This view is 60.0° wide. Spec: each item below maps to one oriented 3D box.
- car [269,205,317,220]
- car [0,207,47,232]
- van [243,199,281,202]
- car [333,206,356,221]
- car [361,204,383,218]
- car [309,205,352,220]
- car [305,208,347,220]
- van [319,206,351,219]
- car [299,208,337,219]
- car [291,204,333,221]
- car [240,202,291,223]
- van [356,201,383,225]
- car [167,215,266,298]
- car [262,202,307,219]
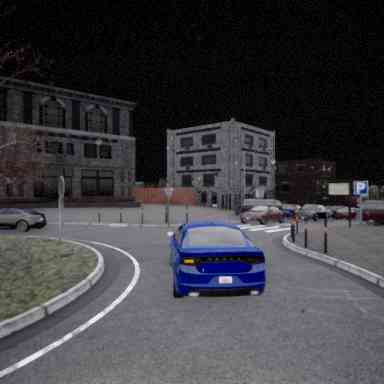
[{"bbox_3d":[12.450,2.495,41.214,5.366,1.575,1.946,0,-4,40],"label":"car"},{"bbox_3d":[-10.801,1.563,19.530,4.181,1.385,1.994,0,0,3],"label":"car"},{"bbox_3d":[7.065,1.761,34.695,4.442,1.987,1.878,0,-3,40],"label":"van"},{"bbox_3d":[19.167,2.800,41.786,1.882,1.535,5.008,0,-4,40],"label":"car"},{"bbox_3d":[28.971,3.127,53.322,2.150,2.045,5.566,0,-4,40],"label":"car"},{"bbox_3d":[21.456,3.128,51.695,5.566,2.045,2.435,0,-4,40],"label":"car"},{"bbox_3d":[19.899,3.206,49.508,5.366,1.575,1.946,0,-4,40],"label":"car"},{"bbox_3d":[23.179,3.331,53.883,4.442,1.987,1.878,0,-4,40],"label":"van"},{"bbox_3d":[17.885,3.063,47.395,4.674,1.452,2.002,0,-4,40],"label":"car"},{"bbox_3d":[11.957,1.972,33.211,2.097,1.767,4.553,0,-3,40],"label":"car"},{"bbox_3d":[5.548,1.708,25.640,1.812,1.442,4.674,0,-2,41],"label":"car"},{"bbox_3d":[15.063,1.639,24.683,4.442,1.987,1.878,0,-3,40],"label":"van"},{"bbox_3d":[0.402,1.477,8.629,1.882,1.535,5.008,0,0,-5],"label":"car"},{"bbox_3d":[10.747,2.187,38.850,4.553,1.767,2.185,0,-3,40],"label":"car"}]
